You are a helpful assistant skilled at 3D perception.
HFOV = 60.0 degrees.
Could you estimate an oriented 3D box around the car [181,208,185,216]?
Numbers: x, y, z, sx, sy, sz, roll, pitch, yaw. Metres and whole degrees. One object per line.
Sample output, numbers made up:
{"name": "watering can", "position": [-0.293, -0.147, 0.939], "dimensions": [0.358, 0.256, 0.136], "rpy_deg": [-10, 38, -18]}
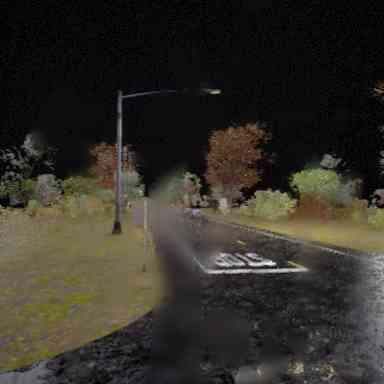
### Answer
{"name": "car", "position": [-0.763, 3.433, 57.137], "dimensions": [1.812, 1.442, 4.674], "rpy_deg": [1, -2, -8]}

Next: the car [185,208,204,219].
{"name": "car", "position": [0.585, 3.114, 47.640], "dimensions": [1.812, 1.442, 4.674], "rpy_deg": [1, -2, -8]}
